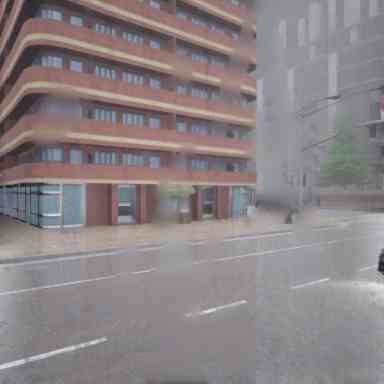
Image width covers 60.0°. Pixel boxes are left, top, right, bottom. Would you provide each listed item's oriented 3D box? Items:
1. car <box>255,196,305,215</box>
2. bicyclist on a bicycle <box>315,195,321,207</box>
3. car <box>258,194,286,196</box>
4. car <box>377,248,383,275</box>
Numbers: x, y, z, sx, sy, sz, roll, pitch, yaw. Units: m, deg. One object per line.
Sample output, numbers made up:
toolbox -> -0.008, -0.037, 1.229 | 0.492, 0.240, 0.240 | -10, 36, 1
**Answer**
car -> 8.880, 1.491, 32.967 | 2.128, 1.511, 4.902 | 0, 0, -36
bicyclist on a bicycle -> 17.810, 1.301, 46.968 | 1.656, 1.620, 0.582 | 0, 0, -36
car -> 9.703, 1.222, 37.764 | 2.150, 2.045, 5.566 | 0, 0, -36
car -> 6.805, 1.564, 8.923 | 4.181, 1.385, 1.994 | 0, 0, -36
